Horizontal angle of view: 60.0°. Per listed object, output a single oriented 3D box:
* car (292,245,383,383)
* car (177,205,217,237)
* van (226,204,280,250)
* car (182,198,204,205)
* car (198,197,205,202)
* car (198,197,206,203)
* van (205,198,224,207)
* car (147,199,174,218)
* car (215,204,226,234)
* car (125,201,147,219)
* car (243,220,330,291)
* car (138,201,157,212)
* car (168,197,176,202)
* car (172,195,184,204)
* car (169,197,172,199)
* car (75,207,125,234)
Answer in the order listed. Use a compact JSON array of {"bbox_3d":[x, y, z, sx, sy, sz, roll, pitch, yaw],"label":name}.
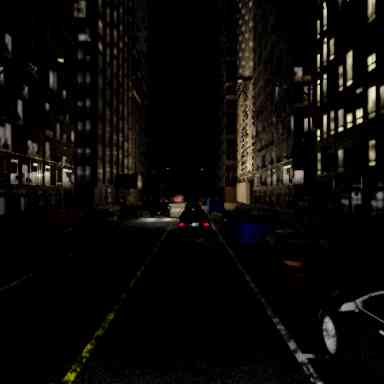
[{"bbox_3d":[2.688,1.576,3.236,2.008,1.369,4.403,0,0,0],"label":"car"},{"bbox_3d":[0.102,1.682,18.902,2.033,1.411,5.357,0,0,0],"label":"car"},{"bbox_3d":[2.689,1.447,14.633,1.690,1.788,3.998,0,0,0],"label":"van"},{"bbox_3d":[0.105,1.736,37.669,1.882,1.535,5.008,0,0,0],"label":"car"},{"bbox_3d":[2.700,2.177,94.406,1.802,1.307,4.206,0,0,0],"label":"car"},{"bbox_3d":[2.699,2.106,88.708,1.887,1.381,4.507,0,0,0],"label":"car"},{"bbox_3d":[2.693,1.598,37.426,1.690,1.788,3.998,0,0,0],"label":"van"},{"bbox_3d":[-3.092,1.735,33.424,1.837,1.490,4.892,0,0,0],"label":"car"},{"bbox_3d":[2.691,1.689,20.330,1.887,1.381,4.507,0,0,0],"label":"car"},{"bbox_3d":[-5.689,1.800,31.729,1.802,1.307,4.206,0,0,0],"label":"car"},{"bbox_3d":[2.689,1.648,8.933,1.802,1.307,4.206,0,0,0],"label":"car"},{"bbox_3d":[-5.687,1.837,43.126,1.887,1.381,4.507,0,0,0],"label":"car"},{"bbox_3d":[-5.681,2.144,94.408,2.008,1.369,4.403,0,0,0],"label":"car"},{"bbox_3d":[-2.992,1.632,74.914,2.150,2.045,5.566,0,0,0],"label":"car"},{"bbox_3d":[-5.684,1.869,65.919,1.967,1.590,4.097,0,0,0],"label":"car"},{"bbox_3d":[-5.690,1.709,20.332,1.947,1.339,4.313,0,0,0],"label":"car"}]
